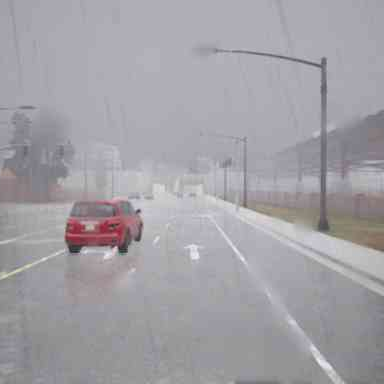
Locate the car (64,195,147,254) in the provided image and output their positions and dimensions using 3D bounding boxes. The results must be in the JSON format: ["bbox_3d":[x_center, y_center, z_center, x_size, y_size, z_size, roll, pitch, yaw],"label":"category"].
[{"bbox_3d":[-3.493,1.315,14.112,2.150,2.045,5.566,0,0,0],"label":"car"}]

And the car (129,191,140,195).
[{"bbox_3d":[-13.962,0.902,80.840,2.150,2.045,5.566,0,1,0],"label":"car"}]

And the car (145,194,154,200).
[{"bbox_3d":[-10.462,1.154,81.132,1.882,1.535,5.008,0,1,0],"label":"car"}]
